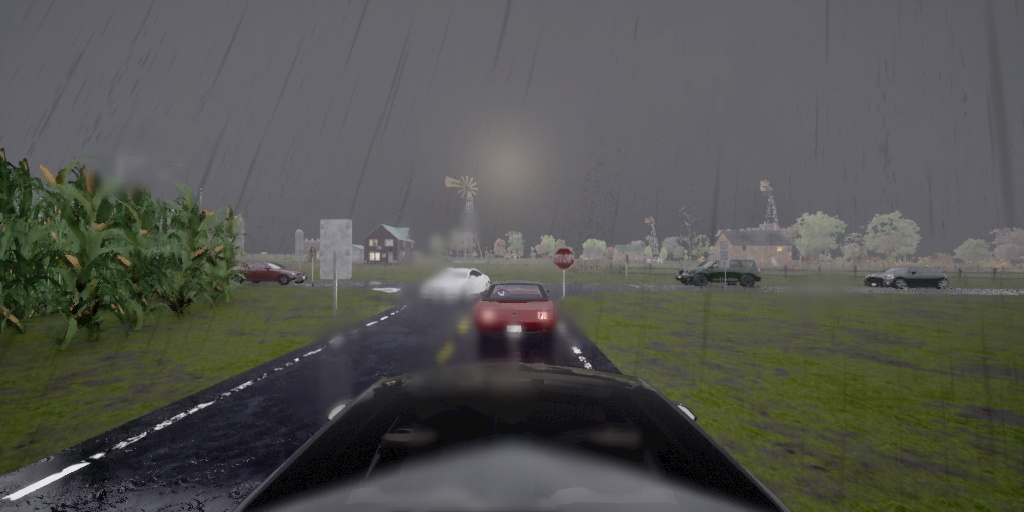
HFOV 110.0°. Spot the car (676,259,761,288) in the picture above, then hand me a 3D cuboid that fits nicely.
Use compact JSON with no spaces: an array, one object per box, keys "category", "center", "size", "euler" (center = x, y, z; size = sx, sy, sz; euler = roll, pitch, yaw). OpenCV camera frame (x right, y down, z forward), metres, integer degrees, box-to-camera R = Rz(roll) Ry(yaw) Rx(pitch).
[{"category":"car","center":[14.934,1.205,26.036],"size":[5.566,2.045,2.150],"euler":[1,-1,0]}]

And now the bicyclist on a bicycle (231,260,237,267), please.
[{"category":"bicyclist on a bicycle","center":[-22.674,0.996,28.897],"size":[0.582,1.620,1.656],"euler":[1,0,0]}]

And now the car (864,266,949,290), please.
[{"category":"car","center":[28.561,1.505,26.090],"size":[4.553,1.767,2.097],"euler":[1,-1,0]}]

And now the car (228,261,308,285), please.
[{"category":"car","center":[-15.649,1.079,22.957],"size":[4.674,1.442,1.812],"euler":[1,-1,0]}]

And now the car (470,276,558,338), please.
[{"category":"car","center":[0.139,1.353,10.202],"size":[1.895,1.301,4.718],"euler":[0,0,1]}]

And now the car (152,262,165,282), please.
[{"category":"car","center":[-25.515,0.652,22.920],"size":[5.566,2.045,2.150],"euler":[1,-1,0]}]

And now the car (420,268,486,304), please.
[{"category":"car","center":[-2.452,1.280,16.637],"size":[1.812,1.442,4.674],"euler":[-1,0,15]}]
